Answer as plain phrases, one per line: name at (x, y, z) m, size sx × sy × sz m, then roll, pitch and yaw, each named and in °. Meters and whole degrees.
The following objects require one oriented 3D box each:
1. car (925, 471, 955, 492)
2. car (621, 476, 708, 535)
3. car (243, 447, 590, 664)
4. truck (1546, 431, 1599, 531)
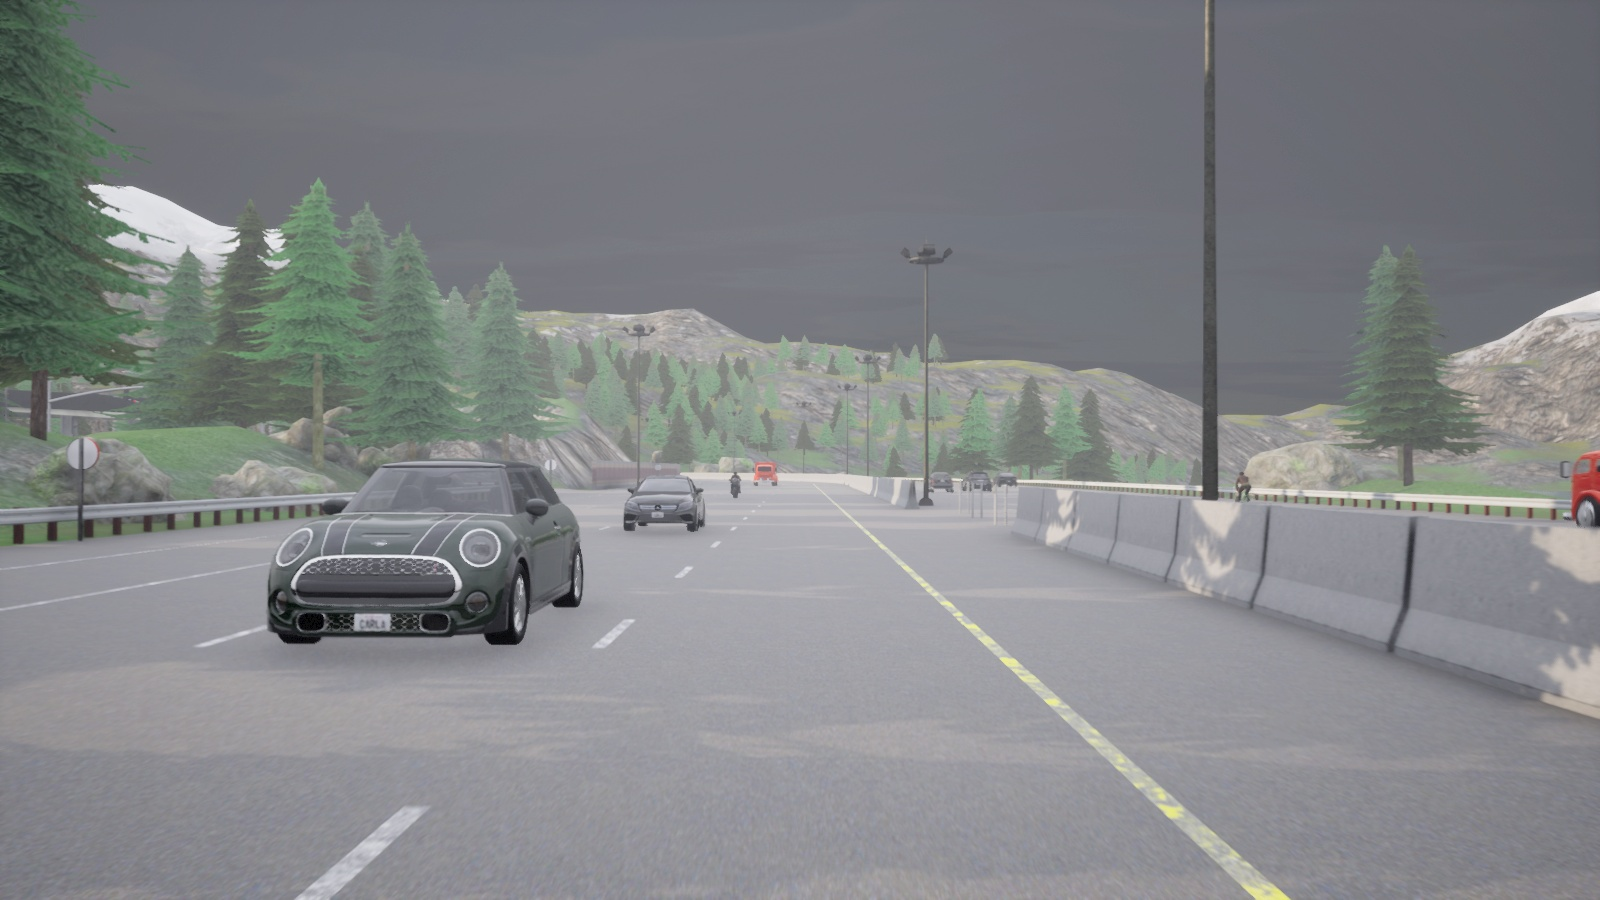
car at (10.438, 2.324, 93.998) m, size 1.789 × 1.549 × 3.705 m, roll 0°, pitch -1°, yaw 0°
car at (-3.518, 1.412, 33.317) m, size 1.812 × 1.442 × 4.674 m, roll 0°, pitch -1°, yaw 0°
car at (-3.522, 0.897, 12.566) m, size 2.097 × 1.767 × 4.553 m, roll 0°, pitch -1°, yaw 0°
truck at (20.973, 0.758, 30.459) m, size 2.627 × 2.467 × 5.204 m, roll 0°, pitch -1°, yaw 0°
